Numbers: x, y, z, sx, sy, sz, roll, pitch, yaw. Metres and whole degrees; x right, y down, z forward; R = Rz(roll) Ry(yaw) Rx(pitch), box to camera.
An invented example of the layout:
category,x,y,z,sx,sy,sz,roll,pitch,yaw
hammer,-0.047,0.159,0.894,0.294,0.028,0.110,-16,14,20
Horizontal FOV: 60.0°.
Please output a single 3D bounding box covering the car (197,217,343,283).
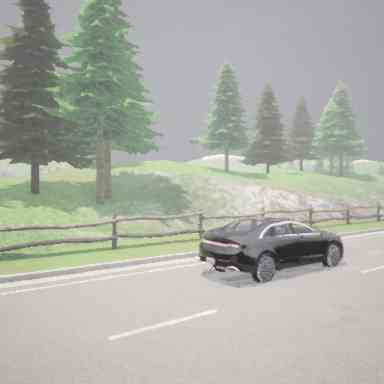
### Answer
category,x,y,z,sx,sy,sz,roll,pitch,yaw
car,2.443,1.488,9.688,4.902,1.511,2.128,0,0,-35
